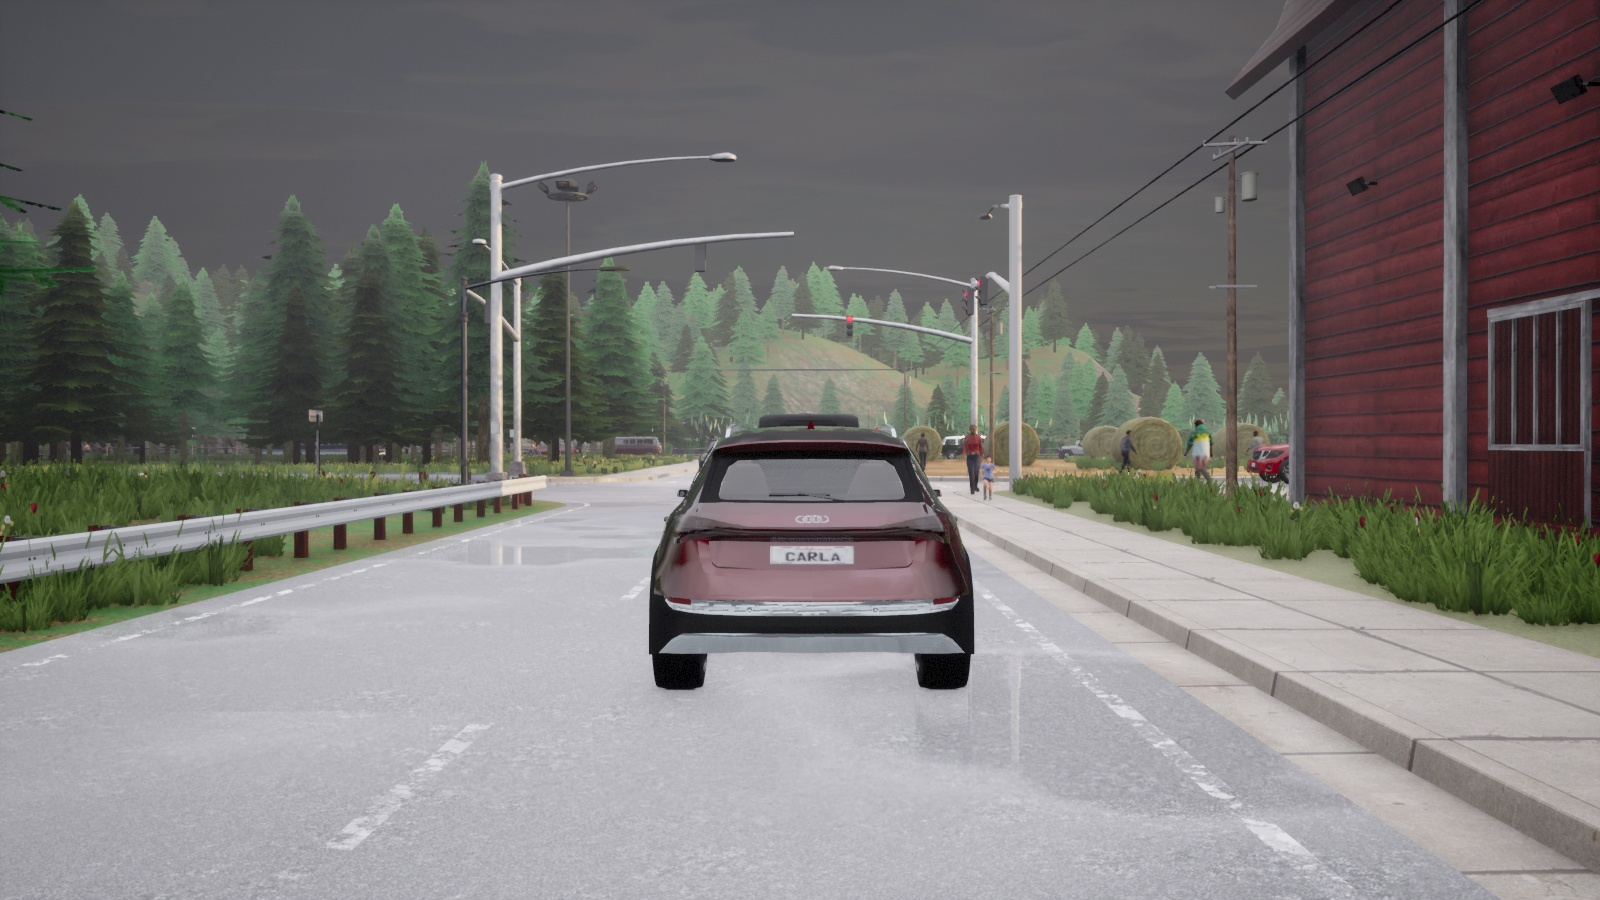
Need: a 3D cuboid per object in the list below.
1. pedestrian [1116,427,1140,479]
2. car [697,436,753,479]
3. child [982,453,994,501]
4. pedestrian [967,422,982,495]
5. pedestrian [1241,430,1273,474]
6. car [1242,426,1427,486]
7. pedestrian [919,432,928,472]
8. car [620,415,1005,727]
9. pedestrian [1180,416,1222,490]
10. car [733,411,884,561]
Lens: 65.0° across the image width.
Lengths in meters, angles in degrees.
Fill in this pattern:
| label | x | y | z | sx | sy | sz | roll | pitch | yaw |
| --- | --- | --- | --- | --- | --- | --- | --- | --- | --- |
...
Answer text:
| label | x | y | z | sx | sy | sz | roll | pitch | yaw |
| --- | --- | --- | --- | --- | --- | --- | --- | --- | --- |
| pedestrian | 12.335 | 0.125 | 47.237 | 0.788 | 1.949 | 0.423 | 0 | 0 | -12 |
| car | -3.172 | 0.298 | 53.901 | 2.097 | 1.767 | 4.553 | 0 | 0 | 0 |
| child | 4.378 | 0.620 | 29.245 | 0.255 | 1.110 | 0.394 | 0 | 0 | 6 |
| pedestrian | 4.456 | 0.224 | 32.144 | 0.331 | 1.846 | 0.636 | 0 | 0 | 3 |
| pedestrian | 19.215 | 0.079 | 52.783 | 0.874 | 1.855 | 0.900 | 0 | 0 | -35 |
| car | 18.698 | 0.201 | 44.092 | 5.566 | 2.045 | 2.150 | 0 | 0 | -1 |
| pedestrian | 5.583 | 0.071 | 56.892 | 0.328 | 1.805 | 0.869 | 0 | 0 | 11 |
| car | 0.069 | 0.625 | 9.068 | 2.033 | 1.649 | 4.856 | 0 | 0 | 0 |
| pedestrian | 10.642 | 0.078 | 33.322 | 0.659 | 1.952 | 0.873 | 0 | 0 | -21 |
| car | 0.119 | 0.442 | 17.754 | 1.905 | 1.878 | 3.866 | 0 | 0 | 0 |
